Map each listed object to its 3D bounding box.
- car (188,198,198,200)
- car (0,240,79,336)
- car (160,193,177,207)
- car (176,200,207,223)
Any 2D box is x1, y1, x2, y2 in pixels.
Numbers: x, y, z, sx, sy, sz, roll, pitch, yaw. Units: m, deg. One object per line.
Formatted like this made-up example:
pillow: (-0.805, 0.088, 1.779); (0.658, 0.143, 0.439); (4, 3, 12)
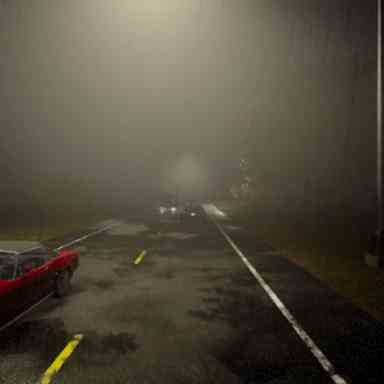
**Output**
car: (0.140, 1.480, 42.269); (1.812, 1.442, 4.674); (0, 0, 1)
car: (-3.607, 1.594, 5.685); (1.895, 1.301, 4.718); (0, 0, 0)
car: (-3.394, 1.171, 49.176); (2.150, 2.045, 5.566); (0, 0, 2)
car: (0.073, 1.537, 25.345); (1.994, 1.385, 4.181); (0, 0, 0)
